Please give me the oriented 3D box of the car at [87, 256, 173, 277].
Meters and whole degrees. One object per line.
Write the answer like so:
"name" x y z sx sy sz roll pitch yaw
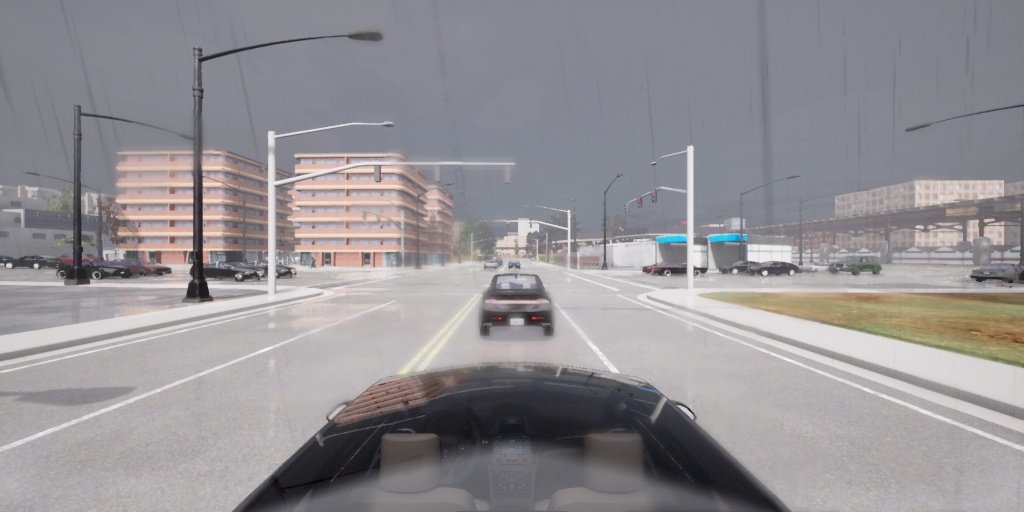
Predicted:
"car" -32.048 0.997 30.282 5.357 1.411 2.033 1 0 0

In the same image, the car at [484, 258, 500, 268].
"car" -3.323 1.351 55.424 1.895 1.301 4.718 0 0 0

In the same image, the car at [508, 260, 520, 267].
"car" 0.371 1.350 57.956 1.895 1.301 4.718 0 0 0

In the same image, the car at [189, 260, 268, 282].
"car" -20.949 1.109 26.508 4.902 1.511 2.128 1 0 1

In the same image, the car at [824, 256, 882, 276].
"car" 36.329 0.971 37.857 5.566 2.045 2.150 0 0 -19

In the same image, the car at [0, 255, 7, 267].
"car" -42.364 0.817 27.050 5.357 1.411 2.033 1 0 1

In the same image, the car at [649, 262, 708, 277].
"car" 16.635 1.351 35.651 4.718 1.301 1.895 0 0 0

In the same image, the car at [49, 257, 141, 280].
"car" -31.027 1.033 26.761 4.181 1.385 1.994 1 0 1

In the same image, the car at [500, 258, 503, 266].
"car" -3.239 1.241 65.166 2.128 1.511 4.902 0 0 1

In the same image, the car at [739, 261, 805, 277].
"car" 25.914 1.255 35.803 4.892 1.490 1.837 0 0 -5

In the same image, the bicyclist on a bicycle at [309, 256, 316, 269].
"bicyclist on a bicycle" -25.927 0.844 46.628 0.582 1.620 1.656 1 0 1

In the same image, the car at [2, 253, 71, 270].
"car" -50.377 0.628 37.894 4.892 1.490 1.837 1 0 2

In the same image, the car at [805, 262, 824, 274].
"car" 34.885 1.351 41.028 4.718 1.301 1.895 0 0 -19

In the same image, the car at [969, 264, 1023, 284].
"car" 37.030 1.297 26.837 5.357 1.411 2.033 0 0 -16

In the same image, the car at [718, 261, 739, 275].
"car" 25.220 1.255 39.256 4.892 1.490 1.837 0 0 -5

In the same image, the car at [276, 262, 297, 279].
"car" -20.660 1.108 29.999 4.902 1.511 2.128 1 0 1

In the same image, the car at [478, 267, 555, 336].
"car" 0.121 1.241 10.343 2.128 1.511 4.902 0 0 0

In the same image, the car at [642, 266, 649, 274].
"car" 16.475 1.314 39.179 4.181 1.385 1.994 0 0 1
